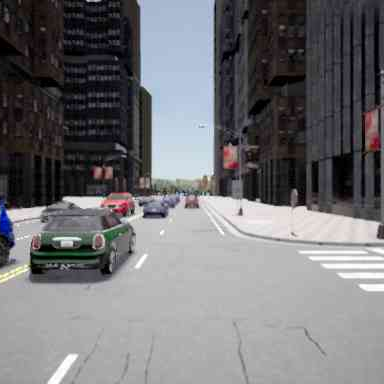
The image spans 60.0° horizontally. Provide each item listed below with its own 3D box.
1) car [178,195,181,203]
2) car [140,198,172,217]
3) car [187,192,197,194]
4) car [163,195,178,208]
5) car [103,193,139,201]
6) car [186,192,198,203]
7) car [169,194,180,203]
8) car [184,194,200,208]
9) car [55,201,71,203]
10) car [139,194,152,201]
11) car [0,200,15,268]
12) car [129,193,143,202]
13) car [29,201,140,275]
[{"bbox_3d":[-3.251,1.347,54.322,2.033,1.411,5.357,0,0,0],"label":"car"},{"bbox_3d":[-3.152,1.467,29.664,1.994,1.385,4.181,0,0,0],"label":"car"},{"bbox_3d":[-0.001,1.279,53.999,1.882,1.535,5.008,0,0,0],"label":"car"},{"bbox_3d":[-3.251,1.368,44.222,1.812,1.442,4.674,0,0,0],"label":"car"},{"bbox_3d":[-6.595,1.125,29.989,2.150,2.045,5.566,0,0,0],"label":"car"},{"bbox_3d":[-0.002,0.979,64.070,2.150,2.045,5.566,0,0,0],"label":"car"},{"bbox_3d":[-3.252,1.236,64.041,1.882,1.535,5.008,0,0,0],"label":"car"},{"bbox_3d":[-0.001,1.370,43.806,1.812,1.442,4.674,0,0,0],"label":"car"},{"bbox_3d":[-9.848,1.446,25.365,1.812,1.442,4.674,0,0,0],"label":"car"},{"bbox_3d":[-6.555,1.372,48.466,2.033,1.411,5.357,0,0,1],"label":"car"},{"bbox_3d":[-6.599,1.201,8.119,2.150,2.045,5.566,0,0,0],"label":"car"},{"bbox_3d":[-9.751,0.921,58.208,1.812,1.442,4.674,0,0,0],"label":"car"},{"bbox_3d":[-3.150,1.324,10.506,2.097,1.767,4.553,0,0,0],"label":"car"}]
